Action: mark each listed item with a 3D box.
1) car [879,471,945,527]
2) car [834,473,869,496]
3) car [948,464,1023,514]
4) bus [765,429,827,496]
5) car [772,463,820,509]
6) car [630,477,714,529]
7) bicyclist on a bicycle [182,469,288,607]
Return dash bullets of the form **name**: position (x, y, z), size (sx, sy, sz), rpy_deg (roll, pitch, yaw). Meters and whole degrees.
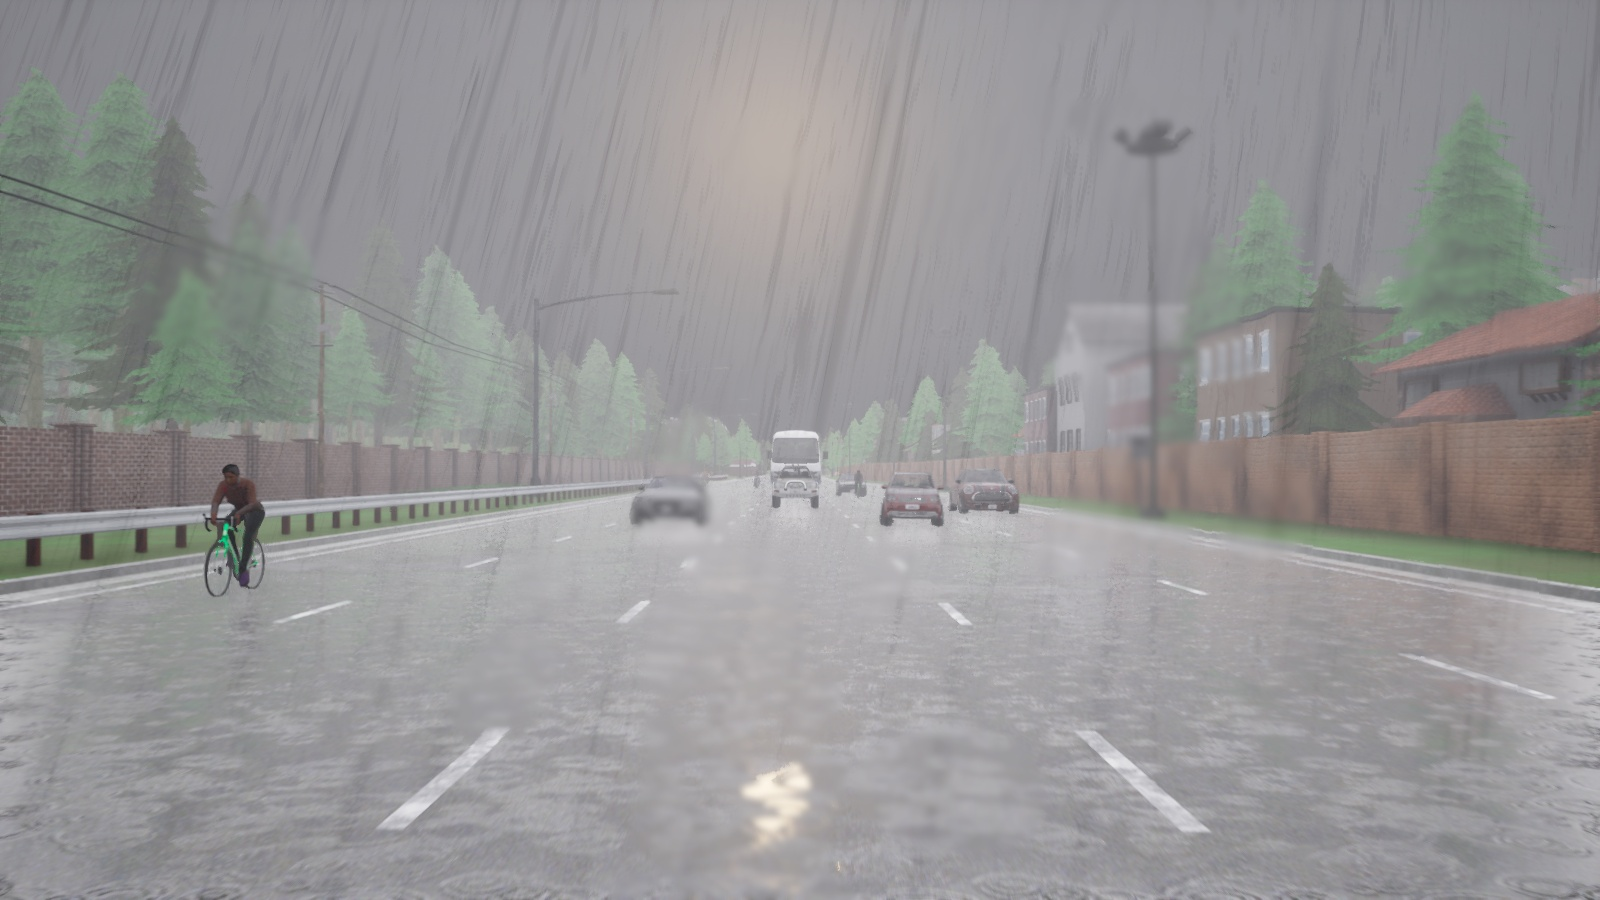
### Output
- **car**: position (3.252, 1.380, 36.542), size (1.789, 1.549, 3.705), rpy_deg (0, -1, 5)
- **car**: position (3.250, 2.165, 80.121), size (2.033, 1.411, 5.357), rpy_deg (0, -1, 0)
- **car**: position (6.852, 1.413, 46.744), size (2.097, 1.767, 4.553), rpy_deg (0, -1, 0)
- **bus**: position (-0.266, 0.838, 85.193), size (3.944, 4.253, 10.273), rpy_deg (0, -1, 0)
- **car**: position (-0.167, 1.503, 53.038), size (1.932, 1.855, 4.605), rpy_deg (0, -1, 0)
- **car**: position (-3.616, 1.486, 36.095), size (1.994, 1.385, 4.181), rpy_deg (0, -1, 0)
- **bicyclist on a bicycle**: position (-7.043, 1.054, 15.735), size (0.582, 1.620, 1.656), rpy_deg (0, 0, 0)
